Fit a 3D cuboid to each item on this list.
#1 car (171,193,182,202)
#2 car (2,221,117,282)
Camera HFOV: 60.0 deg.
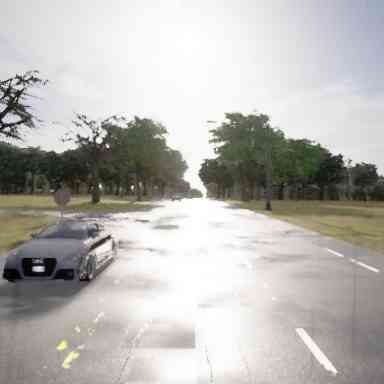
[{"bbox_3d":[-3.556,1.293,76.238,2.150,2.045,5.566,0,0,0],"label":"car"},{"bbox_3d":[-3.499,1.556,9.577,1.994,1.385,4.181,0,0,0],"label":"car"}]
